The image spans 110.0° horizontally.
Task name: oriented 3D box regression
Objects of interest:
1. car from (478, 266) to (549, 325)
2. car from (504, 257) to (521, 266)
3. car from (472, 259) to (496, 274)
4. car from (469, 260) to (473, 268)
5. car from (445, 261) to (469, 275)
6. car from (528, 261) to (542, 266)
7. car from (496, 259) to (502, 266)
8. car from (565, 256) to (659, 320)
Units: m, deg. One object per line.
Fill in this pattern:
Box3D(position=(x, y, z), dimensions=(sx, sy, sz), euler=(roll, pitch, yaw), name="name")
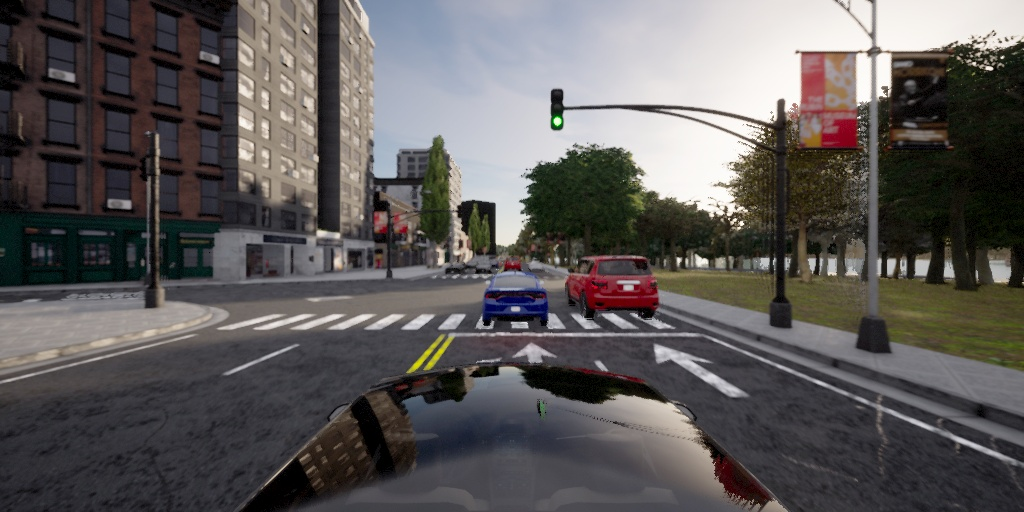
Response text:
Box3D(position=(0.098, 1.262, 11.991), dimensions=(1.882, 1.535, 5.008), euler=(0, 0, 0), name="car")
Box3D(position=(0.090, 1.127, 48.564), dimensions=(2.150, 2.045, 5.566), euler=(0, 0, 0), name="car")
Box3D(position=(-3.346, 1.390, 43.570), dimensions=(1.837, 1.490, 4.892), euler=(0, 1, 0), name="car")
Box3D(position=(-6.566, 1.451, 58.278), dimensions=(1.837, 1.490, 4.892), euler=(0, -1, 0), name="car")
Box3D(position=(-6.600, 1.483, 42.039), dimensions=(1.895, 1.301, 4.718), euler=(0, 0, 0), name="car")
Box3D(position=(3.337, 1.443, 51.712), dimensions=(1.812, 1.442, 4.674), euler=(0, 0, 0), name="car")
Box3D(position=(-3.300, 1.307, 60.480), dimensions=(2.097, 1.767, 4.553), euler=(0, 0, 1), name="car")
Box3D(position=(3.348, 1.010, 12.985), dimensions=(2.150, 2.045, 5.566), euler=(0, 0, 0), name="car")
